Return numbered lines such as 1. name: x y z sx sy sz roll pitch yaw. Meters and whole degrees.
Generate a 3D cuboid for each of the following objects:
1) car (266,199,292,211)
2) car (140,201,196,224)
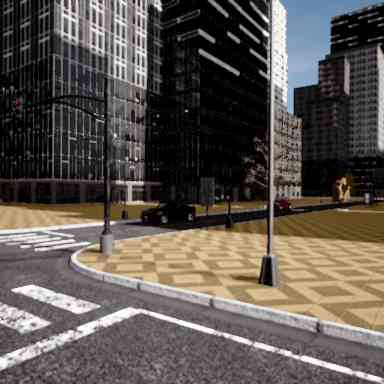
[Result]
1. car: 11.144 1.598 42.395 1.882 1.535 5.008 1 0 37
2. car: -1.717 1.499 25.172 1.882 1.535 5.008 1 0 37
